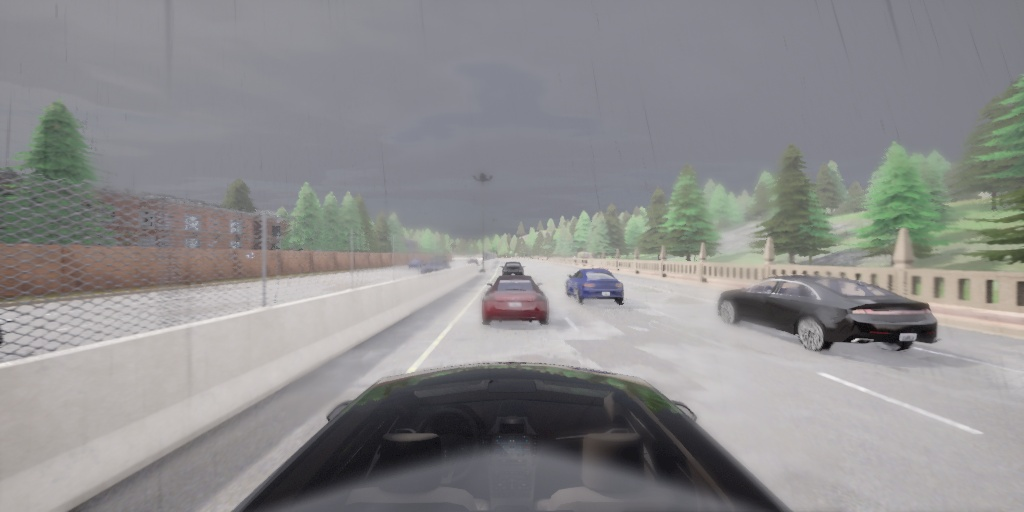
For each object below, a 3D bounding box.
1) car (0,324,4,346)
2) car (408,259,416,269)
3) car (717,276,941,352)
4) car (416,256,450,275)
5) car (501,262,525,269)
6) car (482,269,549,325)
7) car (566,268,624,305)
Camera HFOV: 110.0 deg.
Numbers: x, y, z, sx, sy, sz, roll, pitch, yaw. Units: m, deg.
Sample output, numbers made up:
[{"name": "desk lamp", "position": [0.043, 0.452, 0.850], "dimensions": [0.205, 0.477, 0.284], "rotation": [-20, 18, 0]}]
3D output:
[{"name": "car", "position": [-10.602, 1.102, 4.676], "dimensions": [2.097, 1.767, 4.553], "rotation": [0, 0, 0]}, {"name": "car", "position": [-14.632, 1.228, 55.480], "dimensions": [1.882, 1.535, 5.008], "rotation": [0, 0, -1]}, {"name": "car", "position": [7.100, 1.242, 8.849], "dimensions": [2.128, 1.511, 4.902], "rotation": [0, 0, 0]}, {"name": "car", "position": [-7.145, 1.101, 33.754], "dimensions": [2.097, 1.767, 4.553], "rotation": [0, 0, 0]}, {"name": "car", "position": [0.080, 1.255, 31.473], "dimensions": [1.837, 1.490, 4.892], "rotation": [0, 0, 0]}, {"name": "car", "position": [0.098, 1.314, 11.852], "dimensions": [1.994, 1.385, 4.181], "rotation": [0, 0, 0]}, {"name": "car", "position": [3.584, 1.276, 15.983], "dimensions": [1.812, 1.442, 4.674], "rotation": [0, 0, 0]}]
